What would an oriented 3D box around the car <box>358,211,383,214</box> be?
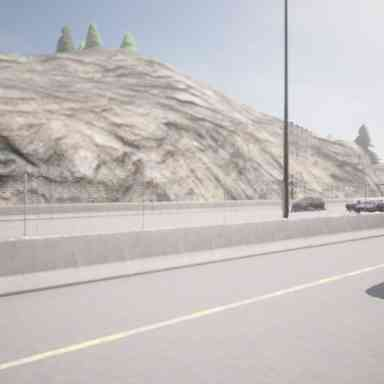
[{"bbox_3d":[19.131,1.551,34.864,5.357,1.411,2.033,0,0,-36],"label":"car"}]
